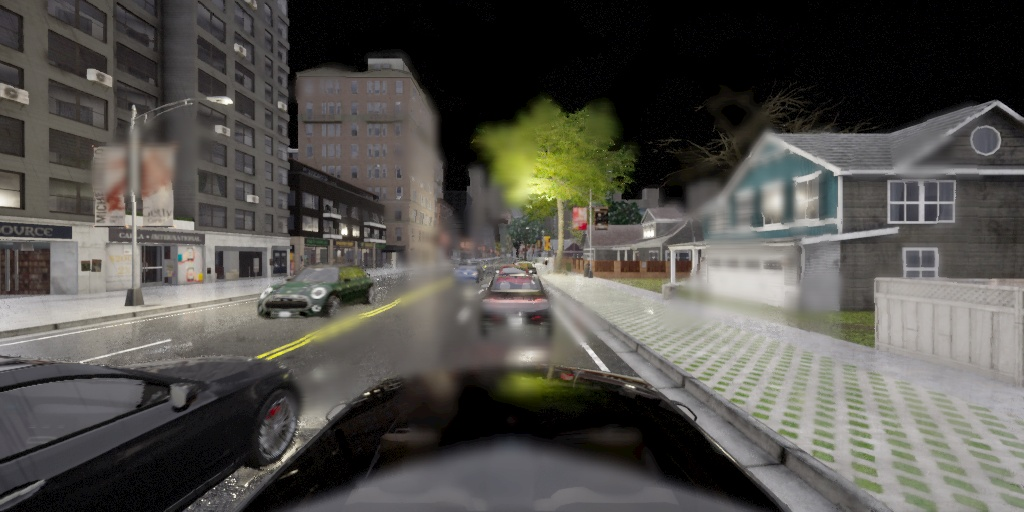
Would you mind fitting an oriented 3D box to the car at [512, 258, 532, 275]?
[{"bbox_3d":[1.019,1.069,39.439,2.097,1.767,4.553,0,0,0],"label":"car"}]

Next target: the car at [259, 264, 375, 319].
[{"bbox_3d":[-6.586,1.099,12.636,2.097,1.767,4.553,0,0,0],"label":"car"}]

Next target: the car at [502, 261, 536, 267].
[{"bbox_3d":[0.122,1.219,19.849,1.882,1.535,5.008,0,0,0],"label":"car"}]

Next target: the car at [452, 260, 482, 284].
[{"bbox_3d":[-3.119,1.281,26.979,2.033,1.411,5.357,0,0,0],"label":"car"}]

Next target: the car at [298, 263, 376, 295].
[{"bbox_3d":[-9.827,1.232,20.693,2.128,1.511,4.902,0,0,0],"label":"car"}]

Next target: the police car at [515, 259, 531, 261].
[{"bbox_3d":[1.008,1.156,29.578,1.930,1.638,5.238,0,0,0],"label":"police car"}]

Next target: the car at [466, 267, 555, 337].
[{"bbox_3d":[0.113,1.239,10.346,2.128,1.511,4.902,0,0,0],"label":"car"}]

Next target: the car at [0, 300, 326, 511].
[{"bbox_3d":[-3.148,1.275,1.914,1.812,1.442,4.674,0,0,0],"label":"car"}]
